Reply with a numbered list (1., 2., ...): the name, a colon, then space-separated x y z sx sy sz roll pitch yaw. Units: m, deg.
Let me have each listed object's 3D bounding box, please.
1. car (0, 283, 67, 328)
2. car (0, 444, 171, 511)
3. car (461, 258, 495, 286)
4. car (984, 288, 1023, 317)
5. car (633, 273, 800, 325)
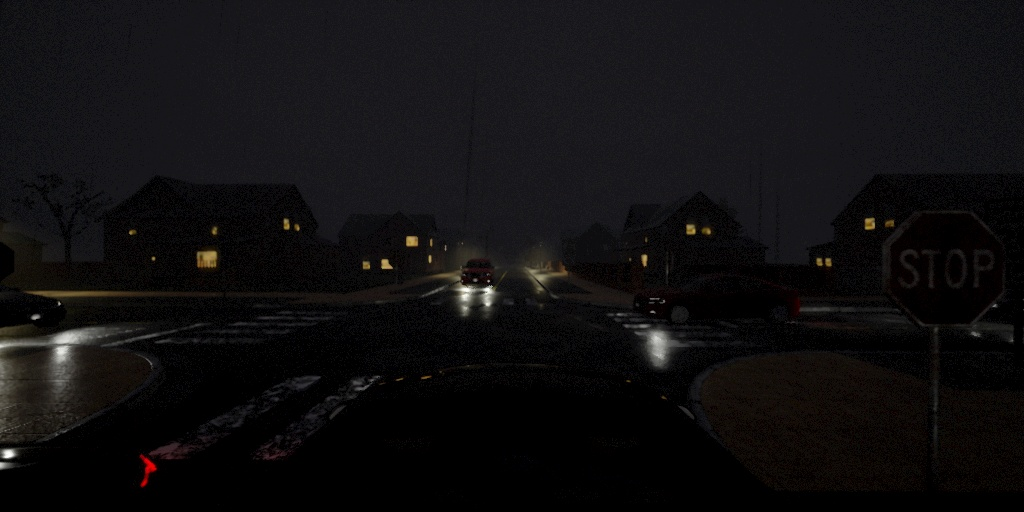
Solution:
1. car: -14.533 1.259 9.215 4.674 1.442 1.812 1 0 0
2. car: -2.751 1.307 0.134 1.994 1.385 4.181 0 0 1
3. car: -2.479 1.231 27.241 2.150 2.045 5.566 0 1 1
4. car: 18.467 1.399 11.912 4.902 1.511 2.128 0 0 0
5. car: 6.526 1.317 11.680 5.008 1.535 1.882 0 0 -4
